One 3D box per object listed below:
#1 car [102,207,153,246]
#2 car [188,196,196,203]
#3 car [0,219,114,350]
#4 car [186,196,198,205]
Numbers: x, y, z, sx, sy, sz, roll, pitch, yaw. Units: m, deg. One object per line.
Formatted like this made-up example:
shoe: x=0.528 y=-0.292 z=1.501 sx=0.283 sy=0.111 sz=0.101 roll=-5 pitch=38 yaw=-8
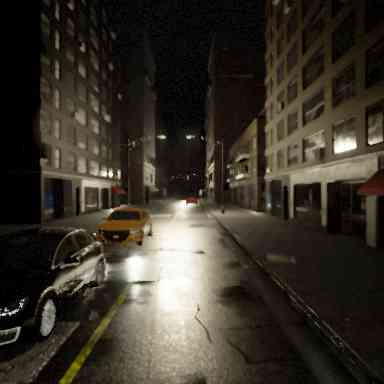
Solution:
car: x=-3.001 y=1.504 z=15.652 sx=1.882 sy=1.535 sz=5.008 roll=0 pitch=0 yaw=0
car: x=-0.004 y=1.568 z=72.918 sx=1.882 sy=1.535 sz=5.008 roll=0 pitch=0 yaw=0
car: x=-3.082 y=1.515 z=6.526 sx=1.837 sy=1.490 sz=4.892 roll=0 pitch=0 yaw=0
car: x=-0.003 y=1.445 z=62.817 sx=2.097 sy=1.767 sz=4.553 roll=0 pitch=0 yaw=0
